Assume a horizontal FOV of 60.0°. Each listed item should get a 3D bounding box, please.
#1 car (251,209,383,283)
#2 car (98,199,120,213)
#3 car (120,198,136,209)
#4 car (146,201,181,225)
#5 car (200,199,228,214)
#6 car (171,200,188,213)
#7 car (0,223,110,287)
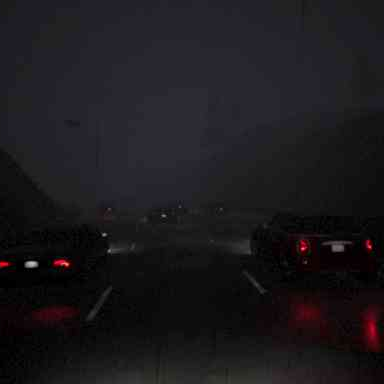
[{"bbox_3d":[3.197,1.311,9.738,2.097,1.767,4.553,-1,0,-4],"label":"car"},{"bbox_3d":[-9.931,1.637,39.245,1.837,1.490,4.892,0,0,-18],"label":"car"},{"bbox_3d":[-9.428,1.618,48.786,2.128,1.511,4.902,-1,0,-21],"label":"car"},{"bbox_3d":[-2.300,1.596,24.671,1.994,1.385,4.181,-1,0,-11],"label":"car"},{"bbox_3d":[2.305,1.478,35.765,1.837,1.490,4.892,0,0,-15],"label":"car"},{"bbox_3d":[-1.826,1.591,37.435,1.994,1.385,4.181,-1,0,-16],"label":"car"},{"bbox_3d":[-3.651,1.596,9.567,2.033,1.411,5.357,-1,0,-6],"label":"car"}]
